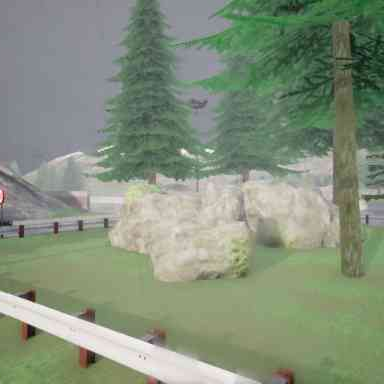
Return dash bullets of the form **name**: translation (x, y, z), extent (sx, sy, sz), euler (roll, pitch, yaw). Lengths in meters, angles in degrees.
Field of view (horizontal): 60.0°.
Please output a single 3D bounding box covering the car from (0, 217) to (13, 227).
- **car**: translation (-10.986, 1.359, 15.395), extent (5.357, 1.411, 2.033), euler (0, 0, 15)
